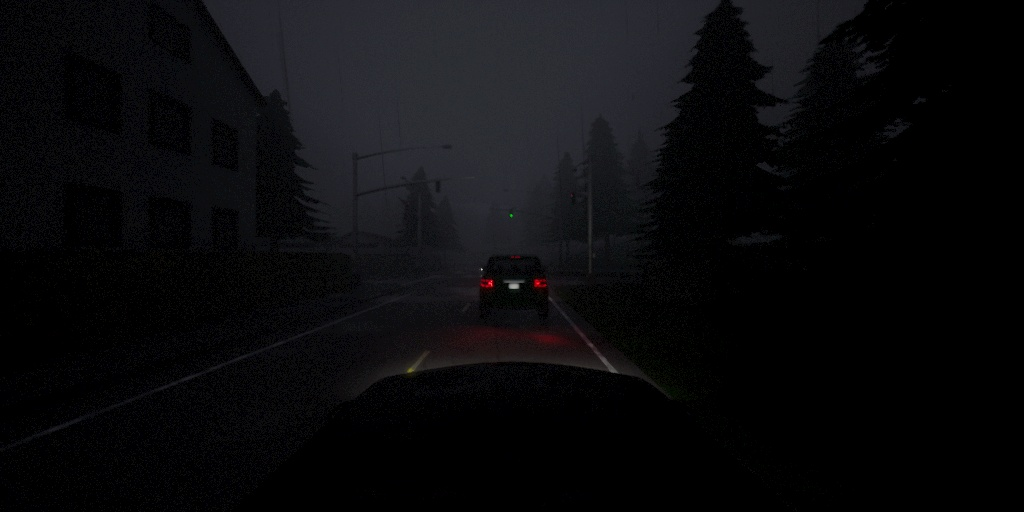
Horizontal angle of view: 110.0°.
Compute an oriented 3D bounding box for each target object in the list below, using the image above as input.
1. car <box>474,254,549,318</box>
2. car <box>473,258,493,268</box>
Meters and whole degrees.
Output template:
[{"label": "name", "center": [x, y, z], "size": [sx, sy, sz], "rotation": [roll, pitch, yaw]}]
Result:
[{"label": "car", "center": [0.075, 0.944, 12.945], "size": [2.150, 2.045, 5.566], "rotation": [0, 0, 0]}, {"label": "car", "center": [-4.733, 1.131, 57.256], "size": [1.812, 1.442, 4.674], "rotation": [0, 0, -23]}]
